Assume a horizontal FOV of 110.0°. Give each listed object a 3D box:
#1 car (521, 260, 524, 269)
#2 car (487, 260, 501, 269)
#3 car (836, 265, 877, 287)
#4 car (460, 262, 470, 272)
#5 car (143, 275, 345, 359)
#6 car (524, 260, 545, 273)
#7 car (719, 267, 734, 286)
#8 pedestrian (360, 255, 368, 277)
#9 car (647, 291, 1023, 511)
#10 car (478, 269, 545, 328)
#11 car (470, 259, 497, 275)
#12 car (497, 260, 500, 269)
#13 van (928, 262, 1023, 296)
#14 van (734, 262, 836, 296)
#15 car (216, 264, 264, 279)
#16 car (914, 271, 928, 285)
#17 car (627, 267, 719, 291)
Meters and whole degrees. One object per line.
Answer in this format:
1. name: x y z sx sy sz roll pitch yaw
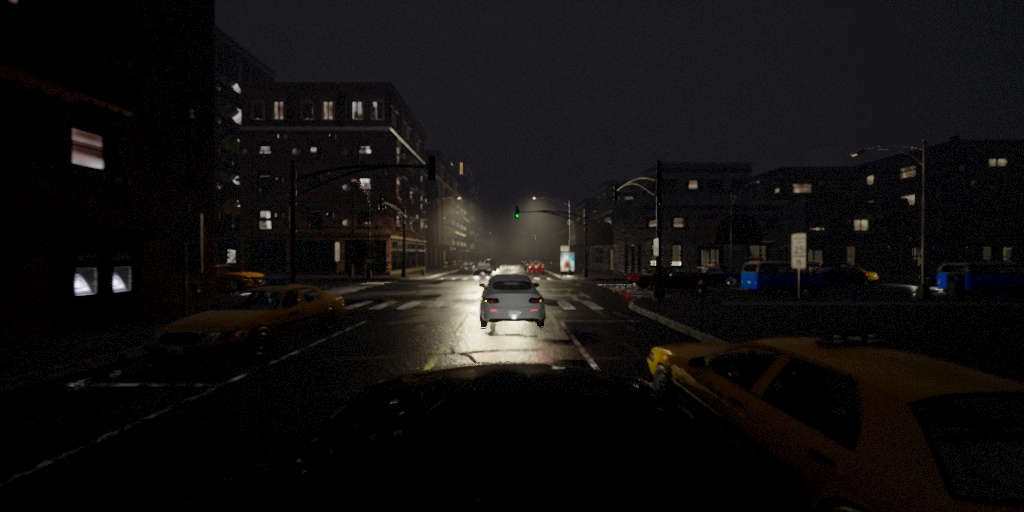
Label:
1. car: 2.683 1.443 52.490 1.802 1.307 4.207 0 0 0
2. car: -3.009 1.375 60.361 2.128 1.511 4.902 0 0 0
3. car: 22.405 1.402 25.241 4.181 1.385 1.994 0 0 0
4. car: -5.697 1.395 46.780 2.007 1.370 4.403 0 0 0
5. car: -5.692 1.287 8.459 1.751 1.417 4.829 0 0 0
6. car: 2.685 1.270 41.097 1.967 1.591 4.097 0 0 0
7. car: 13.486 1.415 25.177 4.718 1.301 1.895 0 0 -1
8. pedestrian: -12.635 0.871 30.511 0.375 1.860 0.375 0 0 0
9. car: 2.690 1.277 3.099 1.751 1.417 4.829 0 0 0
10. car: -0.074 1.293 11.379 1.812 1.442 4.674 0 0 -3
11. car: -3.104 1.375 40.132 2.033 1.411 5.357 0 0 0
12. car: -3.086 1.380 50.056 1.812 1.442 4.674 0 0 0
13. van: 25.696 1.219 19.481 3.998 1.789 1.690 0 0 0
14. van: 14.653 1.189 19.397 3.998 1.789 1.690 0 0 0
15. car: -17.752 1.246 21.738 5.008 1.535 1.882 0 0 0
16. car: 31.507 1.369 25.305 4.892 1.490 1.837 0 0 0
17. car: 9.764 1.422 22.157 4.718 1.301 1.895 0 0 -3
